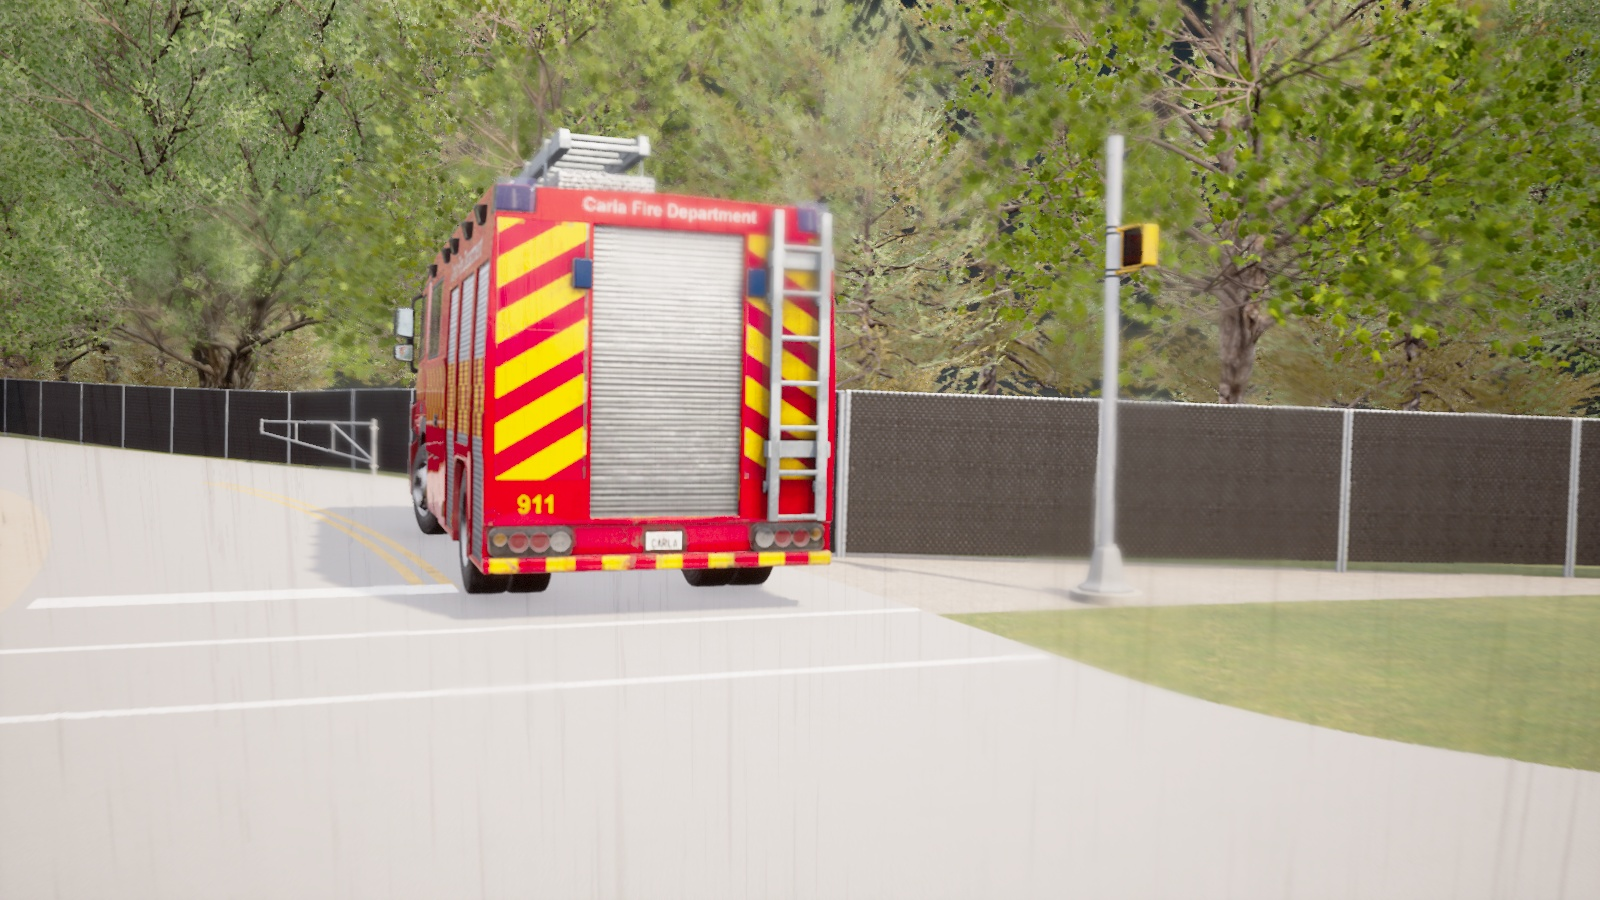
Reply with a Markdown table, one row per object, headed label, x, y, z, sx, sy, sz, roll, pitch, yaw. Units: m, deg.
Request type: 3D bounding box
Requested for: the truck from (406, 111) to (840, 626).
| label | x | y | z | sx | sy | sz | roll | pitch | yaw |
| --- | --- | --- | --- | --- | --- | --- | --- | --- | --- |
| truck | -2.558 | -0.754 | 13.813 | 2.891 | 3.827 | 8.468 | 1 | 2 | -21 |
